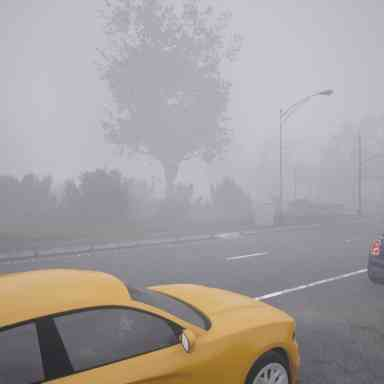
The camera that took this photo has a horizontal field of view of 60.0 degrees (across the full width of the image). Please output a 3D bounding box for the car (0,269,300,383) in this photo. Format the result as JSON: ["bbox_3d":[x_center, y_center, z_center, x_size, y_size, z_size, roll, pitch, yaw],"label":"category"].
[{"bbox_3d":[-1.116,1.478,2.952,5.008,1.535,1.882,0,0,-35],"label":"car"}]

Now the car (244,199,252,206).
[{"bbox_3d":[6.461,1.581,50.661,1.895,1.301,4.718,0,0,-33],"label":"car"}]

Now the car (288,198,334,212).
[{"bbox_3d":[13.685,1.477,39.242,1.882,1.535,5.008,0,0,-32],"label":"car"}]

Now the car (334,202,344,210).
[{"bbox_3d":[16.420,1.477,41.467,1.882,1.535,5.008,0,0,-31],"label":"car"}]

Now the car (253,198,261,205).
[{"bbox_3d":[8.989,1.471,53.188,2.128,1.511,4.902,0,0,-33],"label":"car"}]

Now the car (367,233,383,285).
[{"bbox_3d":[6.406,1.352,8.288,4.553,1.767,2.097,0,0,-35],"label":"car"}]
